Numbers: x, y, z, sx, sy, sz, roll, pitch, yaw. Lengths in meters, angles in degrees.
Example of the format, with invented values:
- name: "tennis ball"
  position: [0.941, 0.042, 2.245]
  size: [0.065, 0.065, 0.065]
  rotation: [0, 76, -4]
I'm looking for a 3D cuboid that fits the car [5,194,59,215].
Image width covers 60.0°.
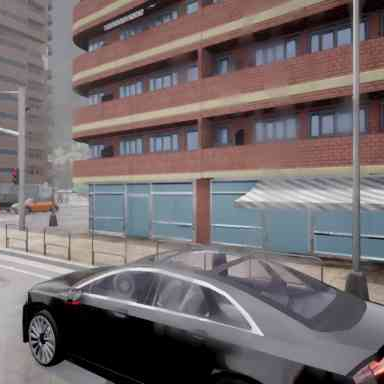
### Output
- name: "car"
  position: [-16.287, 1.352, 34.487]
  size: [2.097, 1.767, 4.553]
  rotation: [0, 0, 36]

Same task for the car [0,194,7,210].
- name: "car"
  position: [-20.213, 1.221, 35.044]
  size: [2.150, 2.045, 5.566]
  rotation: [0, 0, 35]

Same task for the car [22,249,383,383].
- name: "car"
  position: [-0.202, 1.491, 4.132]
  size: [4.902, 1.511, 2.128]
  rotation: [0, 0, 35]
